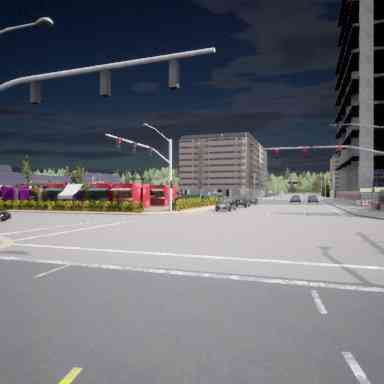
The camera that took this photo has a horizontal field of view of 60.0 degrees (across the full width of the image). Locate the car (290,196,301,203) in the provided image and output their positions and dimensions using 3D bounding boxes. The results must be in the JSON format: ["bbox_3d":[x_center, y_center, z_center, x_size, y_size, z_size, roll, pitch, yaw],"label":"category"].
[{"bbox_3d":[21.519,1.555,69.236,1.994,1.385,4.181,0,0,19],"label":"car"}]

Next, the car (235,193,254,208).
[{"bbox_3d":[7.271,1.221,49.141,2.150,2.045,5.566,0,0,19],"label":"car"}]

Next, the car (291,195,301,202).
[{"bbox_3d":[24.596,1.540,78.461,2.033,1.411,5.357,0,0,19],"label":"car"}]

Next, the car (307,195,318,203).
[{"bbox_3d":[24.729,1.541,67.801,2.033,1.411,5.357,0,0,19],"label":"car"}]

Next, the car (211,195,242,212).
[{"bbox_3d":[4.116,1.491,39.756,2.128,1.511,4.902,0,0,19],"label":"car"}]

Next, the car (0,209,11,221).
[{"bbox_3d":[-16.311,1.620,26.017,4.181,1.385,1.994,0,0,19],"label":"car"}]

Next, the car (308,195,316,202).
[{"bbox_3d":[28.018,1.524,77.657,1.812,1.442,4.674,0,0,19],"label":"car"}]

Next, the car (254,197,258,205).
[{"bbox_3d":[10.494,1.564,58.669,1.994,1.385,4.181,0,0,19],"label":"car"}]
